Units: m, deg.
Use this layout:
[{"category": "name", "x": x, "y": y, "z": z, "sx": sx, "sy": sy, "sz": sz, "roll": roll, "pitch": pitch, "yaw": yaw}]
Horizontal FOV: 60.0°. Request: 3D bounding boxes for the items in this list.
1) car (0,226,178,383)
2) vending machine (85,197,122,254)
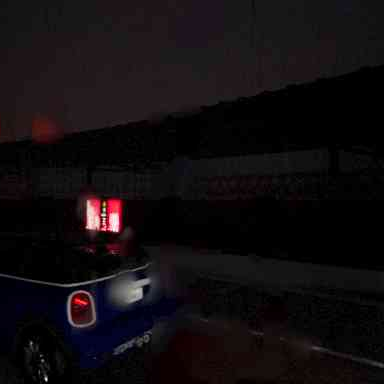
[{"category": "car", "x": -2.533, "y": 1.371, "z": 5.430, "sx": 4.553, "sy": 1.767, "sz": 2.097, "roll": -1, "pitch": 0, "yaw": 32}, {"category": "vending machine", "x": -3.442, "y": 1.263, "z": 13.003, "sx": 0.880, "sy": 2.100, "sz": 1.100, "roll": 0, "pitch": -1, "yaw": 30}]
